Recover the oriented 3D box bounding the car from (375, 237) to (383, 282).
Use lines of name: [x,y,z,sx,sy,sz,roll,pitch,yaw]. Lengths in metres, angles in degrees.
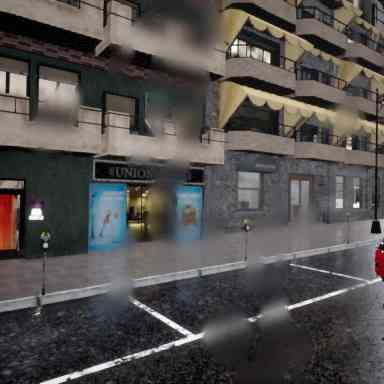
car: [6.798,1.223,8.241,5.566,2.045,2.150,0,0,-36]
